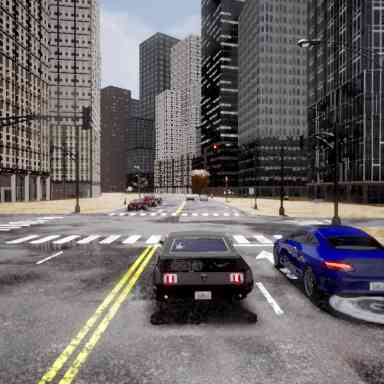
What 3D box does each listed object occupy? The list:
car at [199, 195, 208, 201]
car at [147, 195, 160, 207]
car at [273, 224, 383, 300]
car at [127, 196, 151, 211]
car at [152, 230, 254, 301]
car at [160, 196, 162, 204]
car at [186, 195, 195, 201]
[{"bbox_3d":[2.822,1.396,80.556,1.812,1.442,4.674,0,0,-4],"label":"car"},{"bbox_3d":[-6.520,1.299,50.599,2.097,1.767,4.553,0,0,0],"label":"car"},{"bbox_3d":[3.354,1.523,8.254,1.812,1.442,4.674,0,0,1],"label":"car"},{"bbox_3d":[-6.535,1.530,40.350,1.994,1.385,4.181,0,0,0],"label":"car"},{"bbox_3d":[0.111,1.598,8.286,1.895,1.301,4.718,0,0,-3],"label":"car"},{"bbox_3d":[-6.502,1.416,60.890,2.128,1.511,4.902,0,0,0],"label":"car"},{"bbox_3d":[-0.427,1.469,80.443,1.895,1.301,4.718,0,0,-4],"label":"car"}]
